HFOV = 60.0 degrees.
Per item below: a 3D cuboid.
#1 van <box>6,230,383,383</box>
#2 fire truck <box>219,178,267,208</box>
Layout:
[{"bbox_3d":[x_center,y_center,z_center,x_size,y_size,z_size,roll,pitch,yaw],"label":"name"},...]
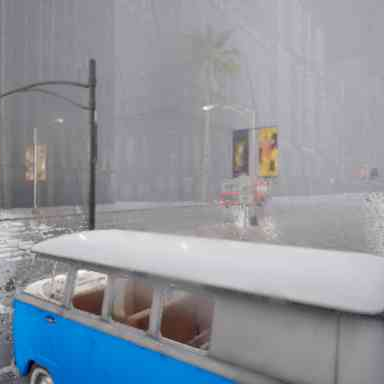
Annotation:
[{"bbox_3d":[-0.117,1.345,3.153,3.998,1.788,1.690,0,0,36],"label":"van"},{"bbox_3d":[6.825,0.055,43.093,2.891,3.827,8.468,0,1,35],"label":"fire truck"}]
